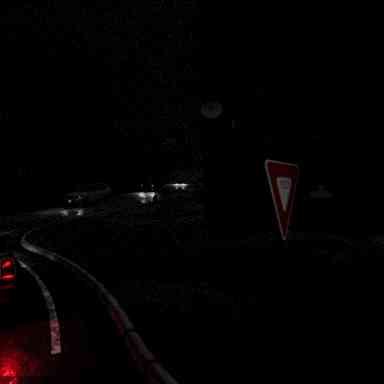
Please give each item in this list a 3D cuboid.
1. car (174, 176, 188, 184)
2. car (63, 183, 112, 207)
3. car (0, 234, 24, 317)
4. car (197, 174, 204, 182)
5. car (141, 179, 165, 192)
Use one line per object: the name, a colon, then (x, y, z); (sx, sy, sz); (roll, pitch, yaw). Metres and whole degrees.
car: (-1.986, -2.301, 62.276); (1.994, 1.385, 4.181); (0, 5, 9)
car: (-10.315, 0.228, 33.314); (2.150, 2.045, 5.566); (0, 6, 22)
car: (-4.945, 1.383, 6.942); (2.097, 1.767, 4.553); (0, 0, -34)
car: (2.039, -2.985, 68.365); (1.882, 1.535, 5.008); (0, 5, 5)
car: (-5.535, -1.032, 46.906); (2.097, 1.767, 4.553); (0, 5, 16)
